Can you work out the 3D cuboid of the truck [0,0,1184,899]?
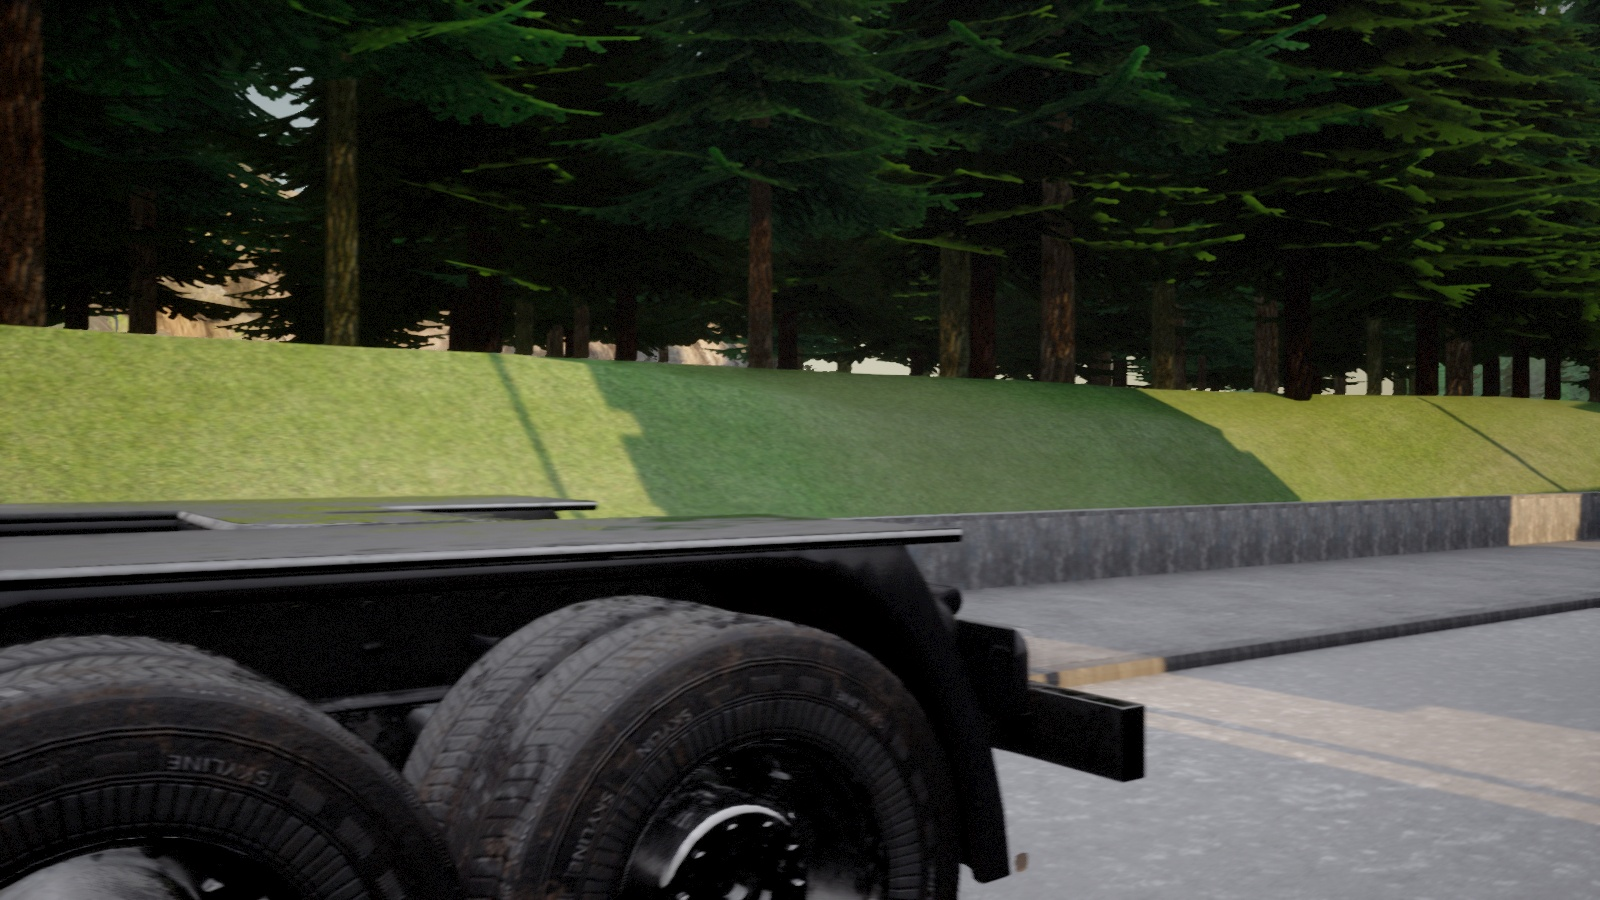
[{"bbox_3d":[-3.113,-0.225,2.106,7.936,3.462,2.891,0,0,-35],"label":"truck"}]
